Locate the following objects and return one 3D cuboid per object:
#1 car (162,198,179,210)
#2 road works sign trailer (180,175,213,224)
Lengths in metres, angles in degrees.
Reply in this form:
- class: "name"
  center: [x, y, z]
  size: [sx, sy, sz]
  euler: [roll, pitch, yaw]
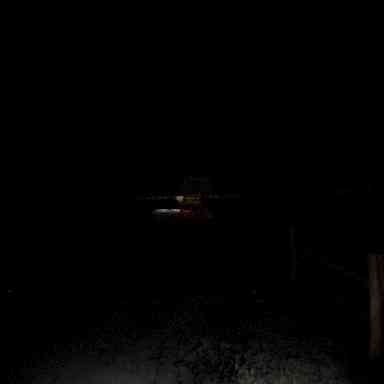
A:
- class: "car"
  center: [-2.819, 1.555, 44.961]
  size: [1.837, 1.490, 4.892]
  euler: [0, 0, 0]
- class: "road works sign trailer"
  center: [0.283, 0.498, 25.433]
  size: [2.380, 3.560, 2.880]
  euler: [0, 0, -6]
